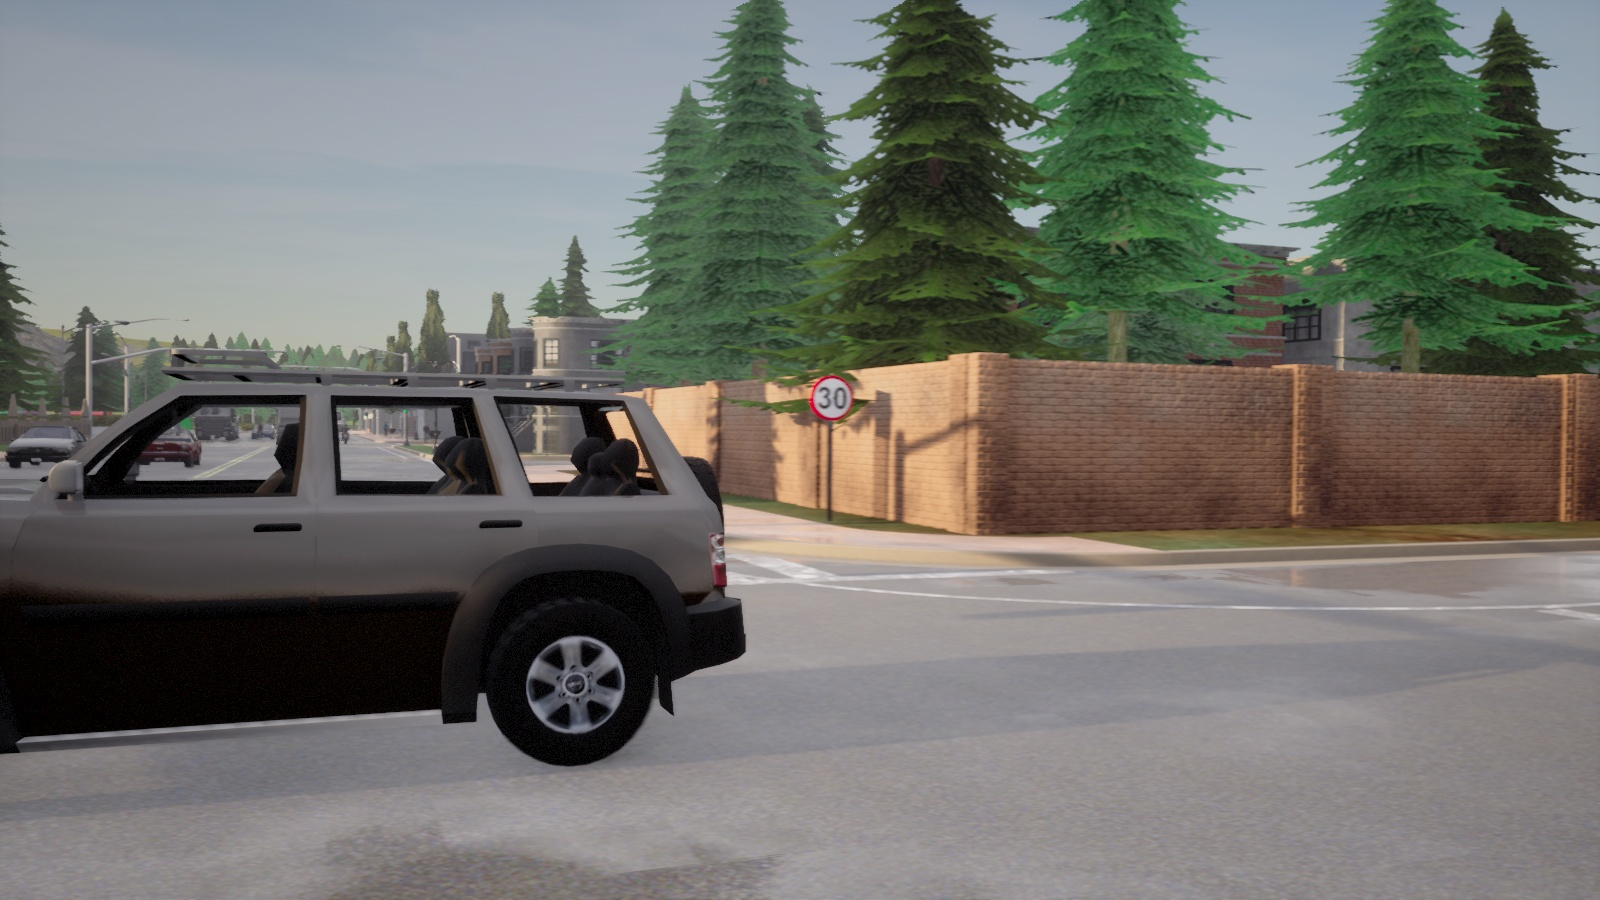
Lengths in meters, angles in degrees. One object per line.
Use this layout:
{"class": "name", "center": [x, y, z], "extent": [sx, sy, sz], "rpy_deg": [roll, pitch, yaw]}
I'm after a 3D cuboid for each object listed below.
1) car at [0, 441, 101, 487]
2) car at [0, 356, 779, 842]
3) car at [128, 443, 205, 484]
{"class": "car", "center": [-25.282, 0.426, 42.564], "extent": [2.033, 1.411, 5.357], "rpy_deg": [-1, 1, -21]}
{"class": "car", "center": [-2.603, 0.545, 5.993], "extent": [4.605, 1.855, 1.932], "rpy_deg": [-1, 1, -21]}
{"class": "car", "center": [-21.977, 0.425, 43.720], "extent": [1.895, 1.301, 4.718], "rpy_deg": [-1, 1, -21]}
